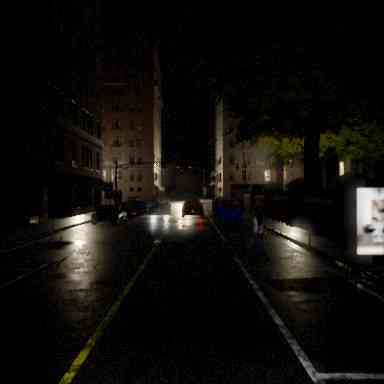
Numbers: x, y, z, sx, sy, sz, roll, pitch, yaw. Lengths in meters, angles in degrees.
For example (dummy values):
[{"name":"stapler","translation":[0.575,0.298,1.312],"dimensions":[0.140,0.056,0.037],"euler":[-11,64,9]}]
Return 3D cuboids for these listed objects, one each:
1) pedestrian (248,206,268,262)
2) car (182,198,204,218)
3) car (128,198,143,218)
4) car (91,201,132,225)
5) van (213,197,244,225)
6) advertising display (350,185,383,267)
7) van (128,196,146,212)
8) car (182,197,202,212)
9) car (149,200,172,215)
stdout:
[{"name":"pedestrian","translation":[2.118,1.289,10.700],"dimensions":[0.375,1.860,0.375],"euler":[0,0,-10]},{"name":"car","translation":[0.080,1.455,30.177],"dimensions":[1.882,1.535,5.008],"euler":[0,0,1]},{"name":"car","translation":[-5.853,1.523,29.592],"dimensions":[1.887,1.381,4.507],"euler":[0,0,0]},{"name":"car","translation":[-5.854,1.551,23.932],"dimensions":[1.947,1.339,4.313],"euler":[0,0,0]},{"name":"van","translation":[2.672,1.326,23.943],"dimensions":[1.690,1.788,3.998],"euler":[0,0,0]},{"name":"advertising display","translation":[5.631,1.022,10.087],"dimensions":[1.540,2.440,0.280],"euler":[0,0,0]},{"name":"van","translation":[-5.852,1.311,35.252],"dimensions":[1.690,1.788,3.998],"euler":[0,0,0]},{"name":"car","translation":[0.001,1.454,39.596],"dimensions":[2.128,1.511,4.902],"euler":[0,0,0]},{"name":"car","translation":[-3.050,1.538,33.116],"dimensions":[1.994,1.385,4.181],"euler":[0,0,1]}]
